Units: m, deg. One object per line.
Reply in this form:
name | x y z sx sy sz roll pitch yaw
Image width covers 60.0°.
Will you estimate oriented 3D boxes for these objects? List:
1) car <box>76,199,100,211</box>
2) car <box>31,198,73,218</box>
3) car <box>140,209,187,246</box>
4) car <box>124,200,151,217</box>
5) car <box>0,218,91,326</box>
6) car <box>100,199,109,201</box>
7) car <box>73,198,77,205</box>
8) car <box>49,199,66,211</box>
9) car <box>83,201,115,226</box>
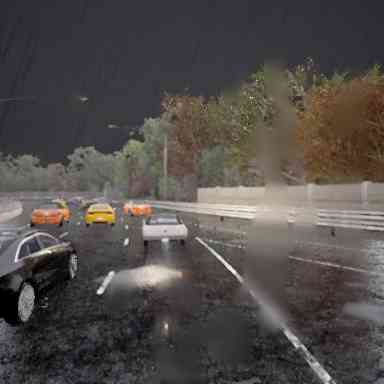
car | -14.465 1.853 46.080 1.837 1.490 4.892 0 -1 -25
car | -10.350 1.543 24.574 2.097 1.767 4.553 0 0 -14
car | -1.440 1.717 16.048 1.895 1.301 4.718 0 0 -8
car | -5.706 1.604 34.358 2.097 1.767 4.553 0 0 -22
car | -3.865 1.549 7.078 2.128 1.511 4.902 0 0 -4
car | -14.245 1.890 53.312 2.128 1.511 4.902 0 0 -28
car | -25.086 2.056 69.611 2.128 1.511 4.902 0 -1 -39
car | -19.934 1.856 49.147 1.882 1.535 5.008 0 0 -28
car | -6.877 1.666 25.138 1.882 1.535 5.008 0 0 -14
